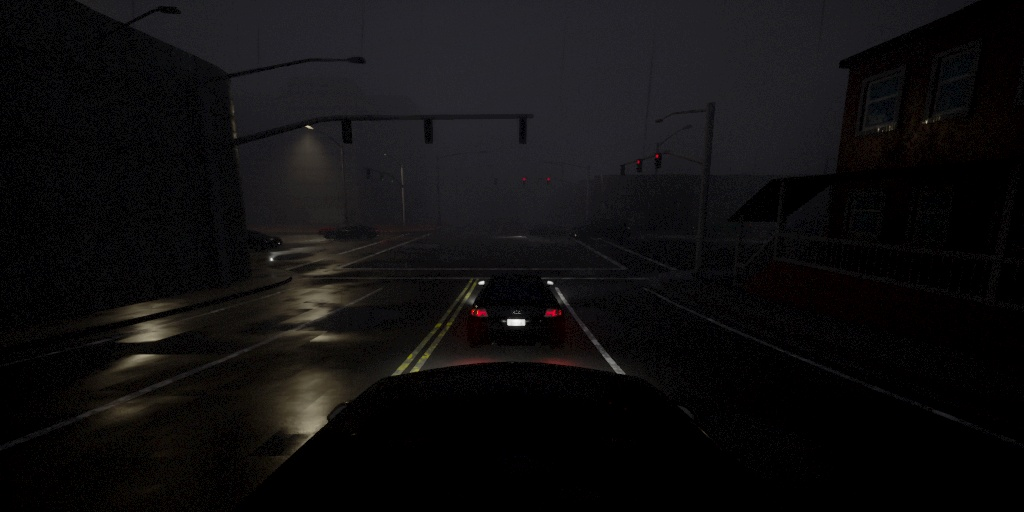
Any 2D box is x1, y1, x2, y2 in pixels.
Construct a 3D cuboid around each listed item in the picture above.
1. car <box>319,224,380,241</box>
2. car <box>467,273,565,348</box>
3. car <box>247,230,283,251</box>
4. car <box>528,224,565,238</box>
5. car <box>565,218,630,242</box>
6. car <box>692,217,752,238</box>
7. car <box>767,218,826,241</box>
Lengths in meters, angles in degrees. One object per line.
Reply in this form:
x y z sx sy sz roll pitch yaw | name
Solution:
-15.158 -2.237 34.083 4.892 1.490 1.837 0 8 0 | car
0.095 1.090 8.695 1.994 1.385 4.181 0 3 0 | car
-19.955 -1.188 26.982 4.892 1.490 1.837 0 8 1 | car
3.789 -2.680 37.432 4.181 1.385 1.994 0 8 0 | car
8.253 -2.480 33.713 5.566 2.045 2.150 -1 8 -3 | car
21.787 -3.014 37.267 5.566 2.045 2.150 -1 8 0 | car
27.356 -2.496 33.757 5.566 2.045 2.150 0 8 0 | car
